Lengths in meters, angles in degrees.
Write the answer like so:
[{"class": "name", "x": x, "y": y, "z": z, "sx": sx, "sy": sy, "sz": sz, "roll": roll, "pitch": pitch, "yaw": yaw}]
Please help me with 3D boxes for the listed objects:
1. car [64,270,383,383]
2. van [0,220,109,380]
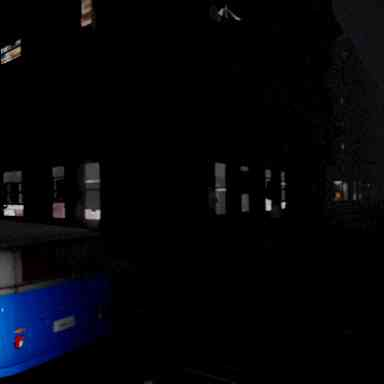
[{"class": "car", "x": 1.369, "y": 1.440, "z": 1.916, "sx": 4.097, "sy": 1.590, "sz": 1.967, "roll": 0, "pitch": -1, "yaw": 36}, {"class": "van", "x": -3.031, "y": 1.339, "z": 5.058, "sx": 3.998, "sy": 1.788, "sz": 1.690, "roll": 0, "pitch": -1, "yaw": 36}]
